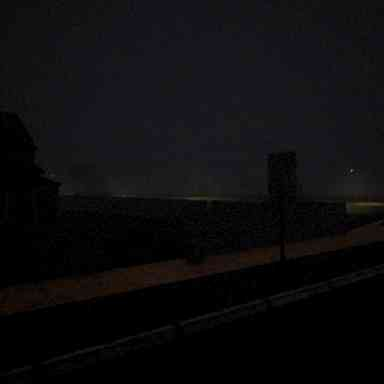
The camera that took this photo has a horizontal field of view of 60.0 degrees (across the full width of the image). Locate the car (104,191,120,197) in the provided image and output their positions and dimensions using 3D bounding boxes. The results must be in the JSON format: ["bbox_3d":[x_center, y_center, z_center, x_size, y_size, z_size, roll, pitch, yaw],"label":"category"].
[{"bbox_3d":[-12.137,0.619,47.641,4.902,1.511,2.128,1,3,45],"label":"car"}]

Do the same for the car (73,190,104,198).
[{"bbox_3d":[-14.485,0.584,45.388,4.553,1.767,2.097,1,3,45],"label":"car"}]
